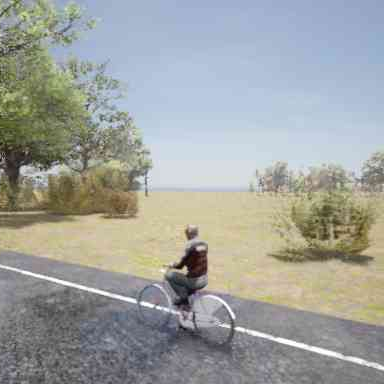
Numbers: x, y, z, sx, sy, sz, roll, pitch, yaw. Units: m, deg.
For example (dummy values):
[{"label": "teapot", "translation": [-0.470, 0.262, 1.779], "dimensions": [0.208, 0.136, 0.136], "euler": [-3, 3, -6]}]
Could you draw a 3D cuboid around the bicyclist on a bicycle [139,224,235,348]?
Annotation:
[{"label": "bicyclist on a bicycle", "translation": [-0.171, 1.375, 5.154], "dimensions": [1.843, 1.776, 0.659], "euler": [0, 0, 35]}]
